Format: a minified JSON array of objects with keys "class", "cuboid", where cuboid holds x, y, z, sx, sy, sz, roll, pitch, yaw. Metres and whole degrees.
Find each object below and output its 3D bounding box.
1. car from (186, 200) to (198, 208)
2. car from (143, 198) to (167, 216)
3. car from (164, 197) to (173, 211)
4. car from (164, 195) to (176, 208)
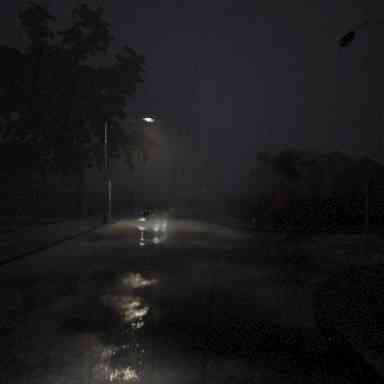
[{"class":"car","cuboid":[-0.006,1.979,55.839,1.895,1.301,4.718,0,0,0]},{"class":"car","cuboid":[-4.096,1.747,35.660,1.837,1.490,4.892,0,0,0]},{"class":"car","cuboid":[-4.090,1.813,45.480,1.837,1.490,4.892,0,0,0]},{"class":"car","cuboid":[-4.054,1.618,58.176,2.150,2.045,5.566,0,-1,0]}]
